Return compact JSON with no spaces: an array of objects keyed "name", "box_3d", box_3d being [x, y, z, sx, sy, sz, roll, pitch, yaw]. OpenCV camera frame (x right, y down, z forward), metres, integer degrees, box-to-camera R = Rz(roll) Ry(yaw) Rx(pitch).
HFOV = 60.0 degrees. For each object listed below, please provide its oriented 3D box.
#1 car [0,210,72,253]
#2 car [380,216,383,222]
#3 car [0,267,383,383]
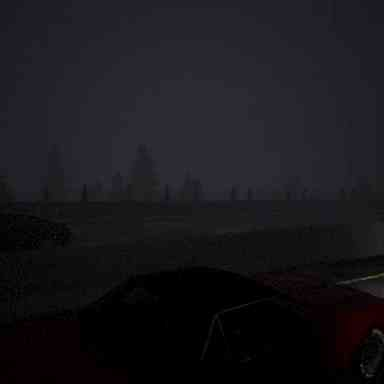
[{"name":"car","box_3d":[-6.893,1.441,11.763,5.008,1.535,1.882,0,0,-34]},{"name":"car","box_3d":[12.628,1.549,18.480,4.902,1.511,2.128,0,0,-22]},{"name":"car","box_3d":[0.386,1.598,3.846,4.718,1.301,1.895,0,0,-34]}]
